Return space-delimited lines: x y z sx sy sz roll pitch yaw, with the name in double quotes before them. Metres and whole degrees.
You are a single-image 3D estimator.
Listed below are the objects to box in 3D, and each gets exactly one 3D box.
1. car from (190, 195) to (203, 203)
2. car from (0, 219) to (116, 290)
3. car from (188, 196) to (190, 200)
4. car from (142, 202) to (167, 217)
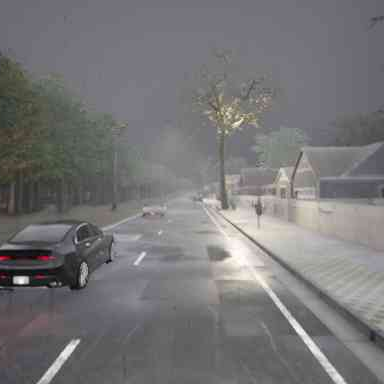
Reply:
"car" 1.232 1.407 73.274 2.097 1.767 4.553 0 0 0
"car" -3.397 1.505 9.029 1.837 1.490 4.892 0 0 0
"car" 0.011 1.501 91.967 2.033 1.411 5.357 0 0 0
"car" -3.397 1.608 30.930 1.895 1.301 4.718 0 0 0
